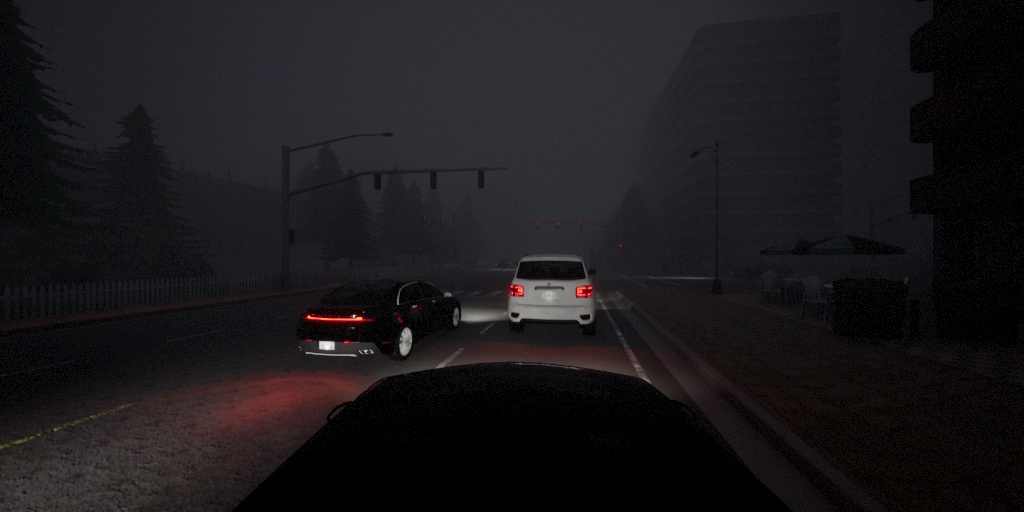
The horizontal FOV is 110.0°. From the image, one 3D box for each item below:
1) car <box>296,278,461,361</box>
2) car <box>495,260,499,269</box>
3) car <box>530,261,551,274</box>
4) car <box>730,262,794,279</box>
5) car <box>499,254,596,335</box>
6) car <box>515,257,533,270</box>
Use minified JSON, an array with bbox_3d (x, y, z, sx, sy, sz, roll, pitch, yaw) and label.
[{"bbox_3d":[-2.662,1.255,8.394,1.837,1.490,4.892,0,0,10],"label":"car"},{"bbox_3d":[-1.395,1.254,56.673,1.837,1.490,4.892,0,0,10],"label":"car"},{"bbox_3d":[3.573,1.313,43.445,2.033,1.411,5.357,0,0,10],"label":"car"},{"bbox_3d":[22.456,1.296,32.327,4.902,1.511,2.128,0,0,10],"label":"car"},{"bbox_3d":[1.319,0.971,10.727,2.150,2.045,5.566,0,0,10],"label":"car"},{"bbox_3d":[1.883,1.101,54.889,2.097,1.767,4.553,0,0,9],"label":"car"}]
